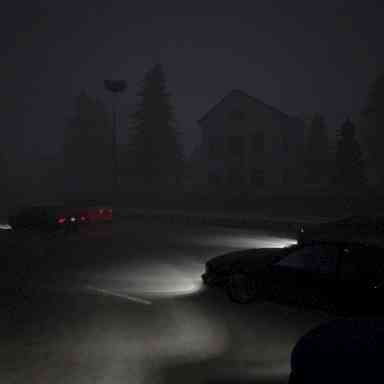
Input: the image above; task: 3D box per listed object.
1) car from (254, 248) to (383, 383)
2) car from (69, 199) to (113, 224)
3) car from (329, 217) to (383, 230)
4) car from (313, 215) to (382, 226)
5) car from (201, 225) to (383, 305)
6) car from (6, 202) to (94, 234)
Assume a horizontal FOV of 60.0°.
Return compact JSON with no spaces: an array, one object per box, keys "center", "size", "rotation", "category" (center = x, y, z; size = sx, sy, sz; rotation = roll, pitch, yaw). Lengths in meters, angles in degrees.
[{"center":[3.065,1.488,1.805],"size":[5.008,1.535,1.882],"rotation":[0,0,36],"category":"car"},{"center":[-7.443,1.221,22.201],"size":[4.553,1.767,2.097],"rotation":[0,0,36],"category":"car"},{"center":[5.954,1.565,8.346],"size":[4.181,1.385,1.994],"rotation":[0,0,36],"category":"car"},{"center":[6.177,1.549,12.485],"size":[4.181,1.385,1.994],"rotation":[0,0,36],"category":"car"},{"center":[2.816,1.539,6.283],"size":[5.357,1.411,2.033],"rotation":[0,0,36],"category":"car"},{"center":[-8.078,1.428,18.354],"size":[5.357,1.411,2.033],"rotation":[0,0,36],"category":"car"}]
